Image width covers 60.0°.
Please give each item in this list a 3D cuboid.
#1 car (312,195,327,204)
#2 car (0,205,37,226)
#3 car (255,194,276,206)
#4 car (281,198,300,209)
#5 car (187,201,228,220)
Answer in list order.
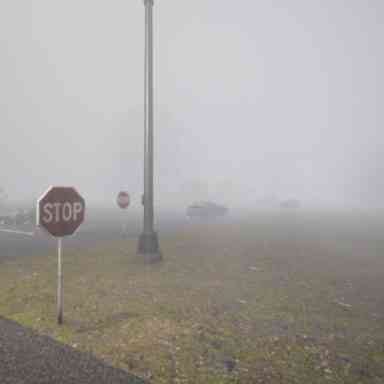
[{"bbox_3d":[25.999,1.738,68.827,2.033,1.411,5.357,0,0,26],"label":"car"},{"bbox_3d":[-10.829,1.601,23.820,2.033,1.411,5.357,0,0,34],"label":"car"},{"bbox_3d":[13.331,1.402,59.642,2.150,2.045,5.566,0,0,34],"label":"car"},{"bbox_3d":[14.441,1.679,48.748,1.812,1.442,4.674,0,0,34],"label":"car"},{"bbox_3d":[1.477,1.576,29.516,2.128,1.511,4.902,0,0,34],"label":"car"}]
